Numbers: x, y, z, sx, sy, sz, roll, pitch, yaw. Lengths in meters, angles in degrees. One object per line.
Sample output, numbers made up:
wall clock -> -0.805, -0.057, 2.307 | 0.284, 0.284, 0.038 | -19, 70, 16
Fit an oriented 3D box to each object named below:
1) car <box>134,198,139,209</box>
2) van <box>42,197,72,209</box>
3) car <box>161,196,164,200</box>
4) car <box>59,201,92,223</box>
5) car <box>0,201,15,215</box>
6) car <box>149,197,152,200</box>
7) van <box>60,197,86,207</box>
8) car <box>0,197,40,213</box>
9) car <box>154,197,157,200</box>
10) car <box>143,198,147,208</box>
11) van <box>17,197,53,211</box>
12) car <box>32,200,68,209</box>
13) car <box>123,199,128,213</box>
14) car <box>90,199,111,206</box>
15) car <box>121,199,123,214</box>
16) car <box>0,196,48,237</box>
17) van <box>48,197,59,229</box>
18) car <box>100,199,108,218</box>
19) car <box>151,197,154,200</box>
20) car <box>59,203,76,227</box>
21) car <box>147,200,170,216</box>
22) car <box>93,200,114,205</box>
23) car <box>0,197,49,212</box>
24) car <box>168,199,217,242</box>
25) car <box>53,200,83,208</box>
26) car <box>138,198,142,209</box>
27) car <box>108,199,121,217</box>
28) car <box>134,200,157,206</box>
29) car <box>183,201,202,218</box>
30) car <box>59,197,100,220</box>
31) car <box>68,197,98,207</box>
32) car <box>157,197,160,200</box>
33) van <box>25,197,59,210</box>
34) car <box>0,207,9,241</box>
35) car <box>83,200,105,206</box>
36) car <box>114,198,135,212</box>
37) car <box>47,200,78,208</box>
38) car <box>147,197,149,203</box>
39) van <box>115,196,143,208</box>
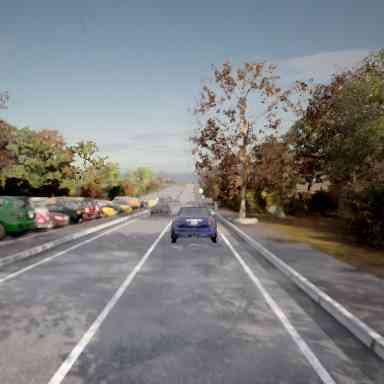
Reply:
car -> -10.276, 1.958, 46.419 | 4.792, 1.488, 2.163 | 0, -1, 0
van -> -23.272, 1.870, 57.608 | 4.442, 1.987, 1.878 | 0, -1, 0
car -> -10.321, 2.326, 79.723 | 5.566, 2.045, 2.435 | 0, -1, 0
car -> -10.308, 1.601, 24.212 | 5.008, 1.535, 2.097 | 0, -1, 0
car -> -23.382, 1.807, 38.199 | 5.008, 1.535, 2.097 | 0, -1, 0
car -> -10.294, 2.143, 60.300 | 4.892, 1.521, 2.231 | 0, -1, 0
van -> -23.494, 2.026, 65.770 | 4.442, 1.987, 1.878 | 0, -1, 0
car -> -23.358, 1.638, 43.744 | 5.566, 2.045, 2.435 | 0, -1, 0
car -> -10.112, 2.248, 65.719 | 5.366, 1.575, 1.946 | 0, -1, 0
car -> -10.331, 2.081, 54.747 | 4.792, 1.488, 2.163 | 0, -1, 0
van -> -23.267, 1.745, 49.282 | 4.442, 1.987, 1.878 | 0, -1, 0
car -> -23.387, 2.052, 54.818 | 5.008, 1.535, 2.097 | 0, -1, 0
car -> -10.315, 1.807, 38.092 | 4.892, 1.521, 2.231 | 0, -1, 0
car -> -23.402, 2.578, 85.151 | 4.553, 1.767, 2.185 | 0, -1, 0
car -> -10.303, 1.766, 35.316 | 4.892, 1.521, 2.231 | 0, -1, 0
car -> -10.345, 1.228, 15.888 | 5.566, 2.045, 2.435 | 0, -1, 0
van -> -10.199, 1.294, 18.664 | 4.442, 1.987, 1.878 | 0, -1, 0
car -> -10.280, 1.558, 29.766 | 4.553, 1.767, 2.185 | 0, -1, 0
car -> -10.484, 2.192, 63.067 | 5.366, 1.575, 1.946 | 0, -1, 0
car -> -10.317, 1.601, 21.436 | 4.674, 1.452, 2.002 | 0, -1, 0
car -> -3.374, 1.843, 36.498 | 1.994, 1.385, 4.181 | 0, -1, 0
car -> -23.364, 2.768, 87.919 | 5.008, 1.535, 2.097 | 0, -1, 0
car -> -23.357, 1.678, 46.513 | 5.566, 2.045, 2.435 | 0, -1, 0
car -> 0.092, 1.411, 16.824 | 2.097, 1.767, 4.553 | 0, 0, 0
car -> -23.407, 2.223, 62.994 | 4.792, 1.488, 2.163 | 0, -1, 0
car -> -10.275, 1.999, 49.195 | 4.792, 1.488, 2.163 | 0, -1, 0
car -> -10.125, 1.721, 32.540 | 5.366, 1.575, 1.946 | 0, -1, 0
car -> -10.301, 2.448, 74.165 | 4.892, 1.521, 2.231 | 0, -1, 0
car -> 0.071, 1.756, 34.546 | 1.837, 1.490, 4.892 | 0, -1, 0
car -> -10.281, 1.517, 26.990 | 4.553, 1.767, 2.185 | 0, -1, 0
car -> -23.404, 2.131, 71.433 | 5.566, 2.045, 2.435 | 0, -1, 0
car -> -10.110, 2.379, 71.391 | 5.366, 1.575, 1.946 | 0, -1, 0
van -> -23.499, 1.786, 52.052 | 4.442, 1.987, 1.878 | 0, -1, 0
car -> -10.347, 1.497, 13.134 | 4.792, 1.488, 2.163 | 0, 0, 0
car -> -23.369, 2.617, 79.733 | 4.674, 1.452, 2.002 | 0, -1, 0
car -> -10.122, 1.844, 40.868 | 5.366, 1.575, 1.946 | 0, -1, 0
car -> -23.409, 2.172, 60.355 | 4.792, 1.488, 2.163 | 0, -1, 0
car -> -10.332, 1.969, 57.522 | 4.553, 1.767, 2.185 | 0, -1, 0
van -> -10.420, 1.785, 51.975 | 4.442, 1.987, 1.878 | 0, -1, 0
